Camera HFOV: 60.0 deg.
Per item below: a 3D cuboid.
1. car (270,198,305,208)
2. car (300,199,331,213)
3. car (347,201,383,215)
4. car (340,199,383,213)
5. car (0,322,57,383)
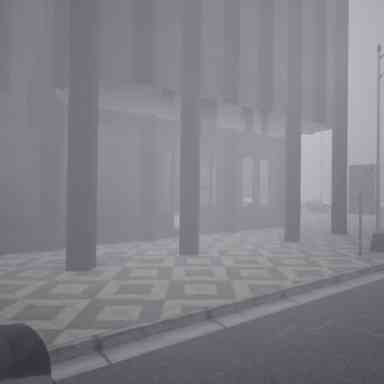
[{"bbox_3d":[13.484,1.539,47.204,1.887,1.381,4.507,1,-1,-36],"label":"car"},{"bbox_3d":[12.900,1.433,33.404,1.887,1.381,4.507,1,-1,-36],"label":"car"},{"bbox_3d":[16.091,1.427,28.961,1.752,1.417,4.829,1,-1,-36],"label":"car"},{"bbox_3d":[19.782,1.566,38.433,2.008,1.369,4.403,1,-1,-36],"label":"car"},{"bbox_3d":[-3.000,1.492,1.115,4.902,1.511,2.128,0,0,-35],"label":"car"}]
